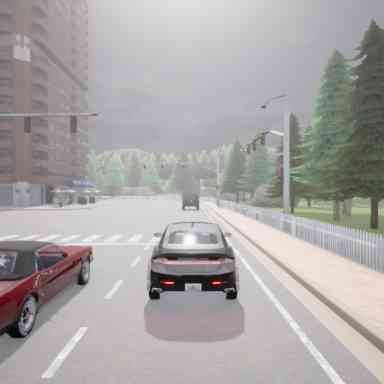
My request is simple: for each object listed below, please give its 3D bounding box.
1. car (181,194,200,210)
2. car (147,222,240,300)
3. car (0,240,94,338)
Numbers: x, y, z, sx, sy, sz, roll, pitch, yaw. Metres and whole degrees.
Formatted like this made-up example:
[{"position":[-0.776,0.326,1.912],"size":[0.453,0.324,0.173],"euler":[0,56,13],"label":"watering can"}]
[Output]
[{"position":[-0.183,1.217,43.475],"size":[2.150,2.045,5.566],"euler":[0,0,-1],"label":"car"},{"position":[0.022,1.491,8.378],"size":[2.128,1.511,4.902],"euler":[0,0,0],"label":"car"},{"position":[-3.451,1.600,6.529],"size":[1.895,1.301,4.718],"euler":[0,0,0],"label":"car"}]
